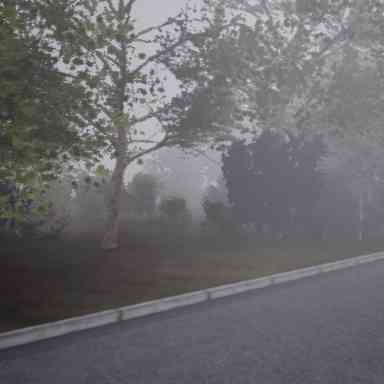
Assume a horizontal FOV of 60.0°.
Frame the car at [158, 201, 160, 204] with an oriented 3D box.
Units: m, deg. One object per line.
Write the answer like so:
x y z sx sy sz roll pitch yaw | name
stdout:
-4.960 2.334 51.078 1.946 1.575 5.366 0 0 -36 | car

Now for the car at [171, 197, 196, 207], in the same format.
-1.860 2.038 69.636 2.435 2.045 5.566 0 0 -36 | car

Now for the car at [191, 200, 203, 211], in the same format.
-0.532 2.357 54.436 2.163 1.488 4.792 0 0 -36 | car

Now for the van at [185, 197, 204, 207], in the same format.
0.506 2.046 71.149 1.878 1.987 4.442 0 0 -36 | van

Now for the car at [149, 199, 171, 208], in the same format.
-6.400 2.319 66.346 2.231 1.521 4.892 0 0 -36 | car

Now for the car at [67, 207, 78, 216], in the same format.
-16.355 2.322 43.149 2.097 1.535 5.008 0 0 -36 | car
